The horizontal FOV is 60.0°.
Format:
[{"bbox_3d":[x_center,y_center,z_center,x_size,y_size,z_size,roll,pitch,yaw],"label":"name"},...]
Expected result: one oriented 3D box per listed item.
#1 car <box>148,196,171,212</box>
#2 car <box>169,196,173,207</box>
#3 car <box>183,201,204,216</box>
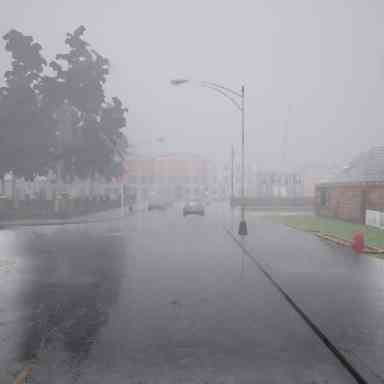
[{"bbox_3d":[-4.035,1.547,39.743,2.033,1.411,5.357,0,0,0],"label":"car"},{"bbox_3d":[-3.986,1.352,49.891,2.097,1.767,4.553,0,0,1],"label":"car"},{"bbox_3d":[0.158,1.564,32.273,1.994,1.385,4.181,0,0,0],"label":"car"}]
